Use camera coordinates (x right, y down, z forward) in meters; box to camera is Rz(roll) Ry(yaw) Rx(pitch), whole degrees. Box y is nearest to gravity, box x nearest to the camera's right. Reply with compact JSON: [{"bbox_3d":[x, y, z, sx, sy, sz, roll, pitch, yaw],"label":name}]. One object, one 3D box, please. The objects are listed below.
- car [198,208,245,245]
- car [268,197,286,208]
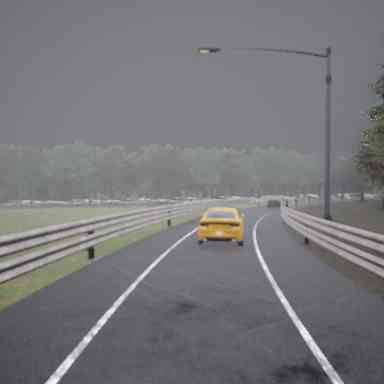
[{"bbox_3d":[1.460,1.474,15.659,1.882,1.535,5.008,0,0,9],"label":"car"},{"bbox_3d":[12.436,1.460,47.972,1.882,1.535,5.008,0,0,29],"label":"car"}]
